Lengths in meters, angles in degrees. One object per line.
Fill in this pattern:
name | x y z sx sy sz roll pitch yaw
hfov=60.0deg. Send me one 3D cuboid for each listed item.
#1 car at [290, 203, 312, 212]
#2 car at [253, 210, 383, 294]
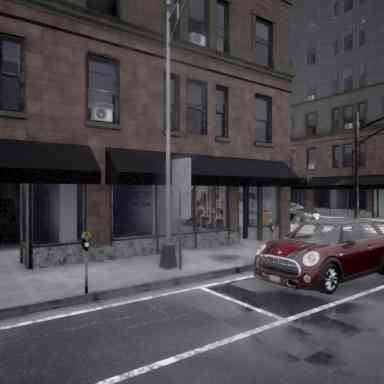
car | 7.101 1.537 24.645 2.128 1.511 4.902 0 0 -35
car | 3.494 1.440 8.692 4.097 1.590 1.967 0 0 -36
